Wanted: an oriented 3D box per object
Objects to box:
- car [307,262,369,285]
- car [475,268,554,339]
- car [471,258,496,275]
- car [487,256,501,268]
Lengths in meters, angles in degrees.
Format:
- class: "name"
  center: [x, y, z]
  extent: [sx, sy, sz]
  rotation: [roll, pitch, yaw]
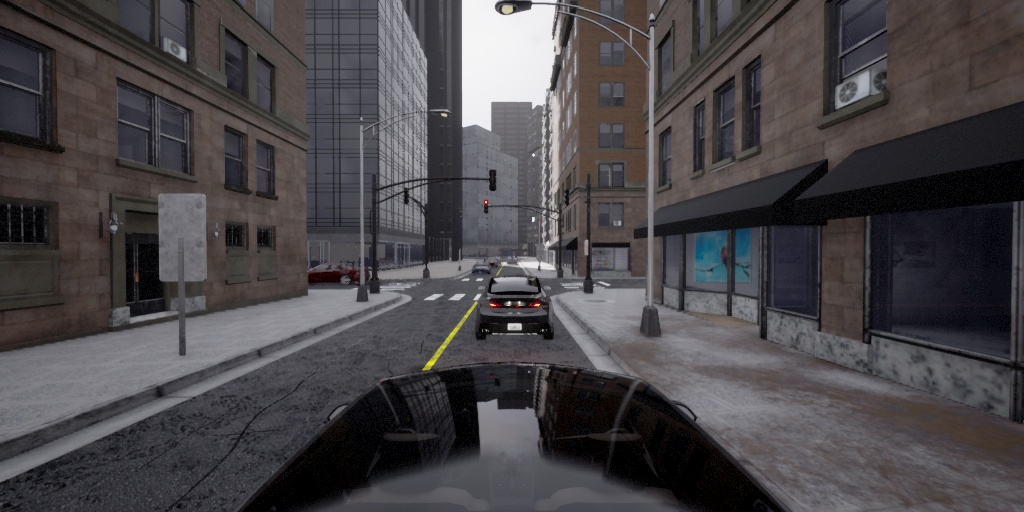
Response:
- class: "car"
  center: [-12.547, 1.195, 24.832]
  extent: [5.008, 1.535, 1.882]
  rotation: [0, 1, 0]
- class: "car"
  center: [0.070, 1.252, 10.008]
  extent: [1.837, 1.490, 4.892]
  rotation: [0, 0, 0]
- class: "car"
  center: [-3.139, 1.219, 37.832]
  extent: [2.033, 1.411, 5.357]
  rotation: [0, 0, 0]
- class: "car"
  center: [-3.147, 0.873, 54.287]
  extent: [2.097, 1.767, 4.553]
  rotation: [0, 1, 0]
